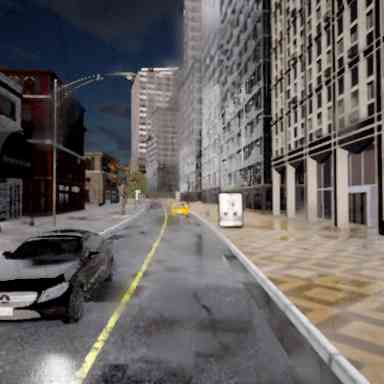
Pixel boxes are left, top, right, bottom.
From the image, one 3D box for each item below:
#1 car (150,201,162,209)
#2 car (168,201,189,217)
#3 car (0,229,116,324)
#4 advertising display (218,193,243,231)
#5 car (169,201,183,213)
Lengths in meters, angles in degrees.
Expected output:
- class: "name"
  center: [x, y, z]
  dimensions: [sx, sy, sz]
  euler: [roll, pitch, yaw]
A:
- class: "car"
  center: [-6.116, 2.196, 56.485]
  dimensions: [1.994, 1.385, 4.181]
  euler: [0, -1, -6]
- class: "car"
  center: [-1.383, 1.894, 36.427]
  dimensions: [1.882, 1.535, 5.008]
  euler: [0, -1, -4]
- class: "car"
  center: [-2.953, 1.616, 7.473]
  dimensions: [1.812, 1.442, 4.674]
  euler: [0, -1, -1]
- class: "advertising display"
  center: [2.489, 1.275, 21.363]
  dimensions: [1.540, 2.440, 0.280]
  euler: [-1, -2, -3]
- class: "car"
  center: [-2.265, 2.054, 46.595]
  dimensions: [1.812, 1.442, 4.674]
  euler: [0, -1, -5]
